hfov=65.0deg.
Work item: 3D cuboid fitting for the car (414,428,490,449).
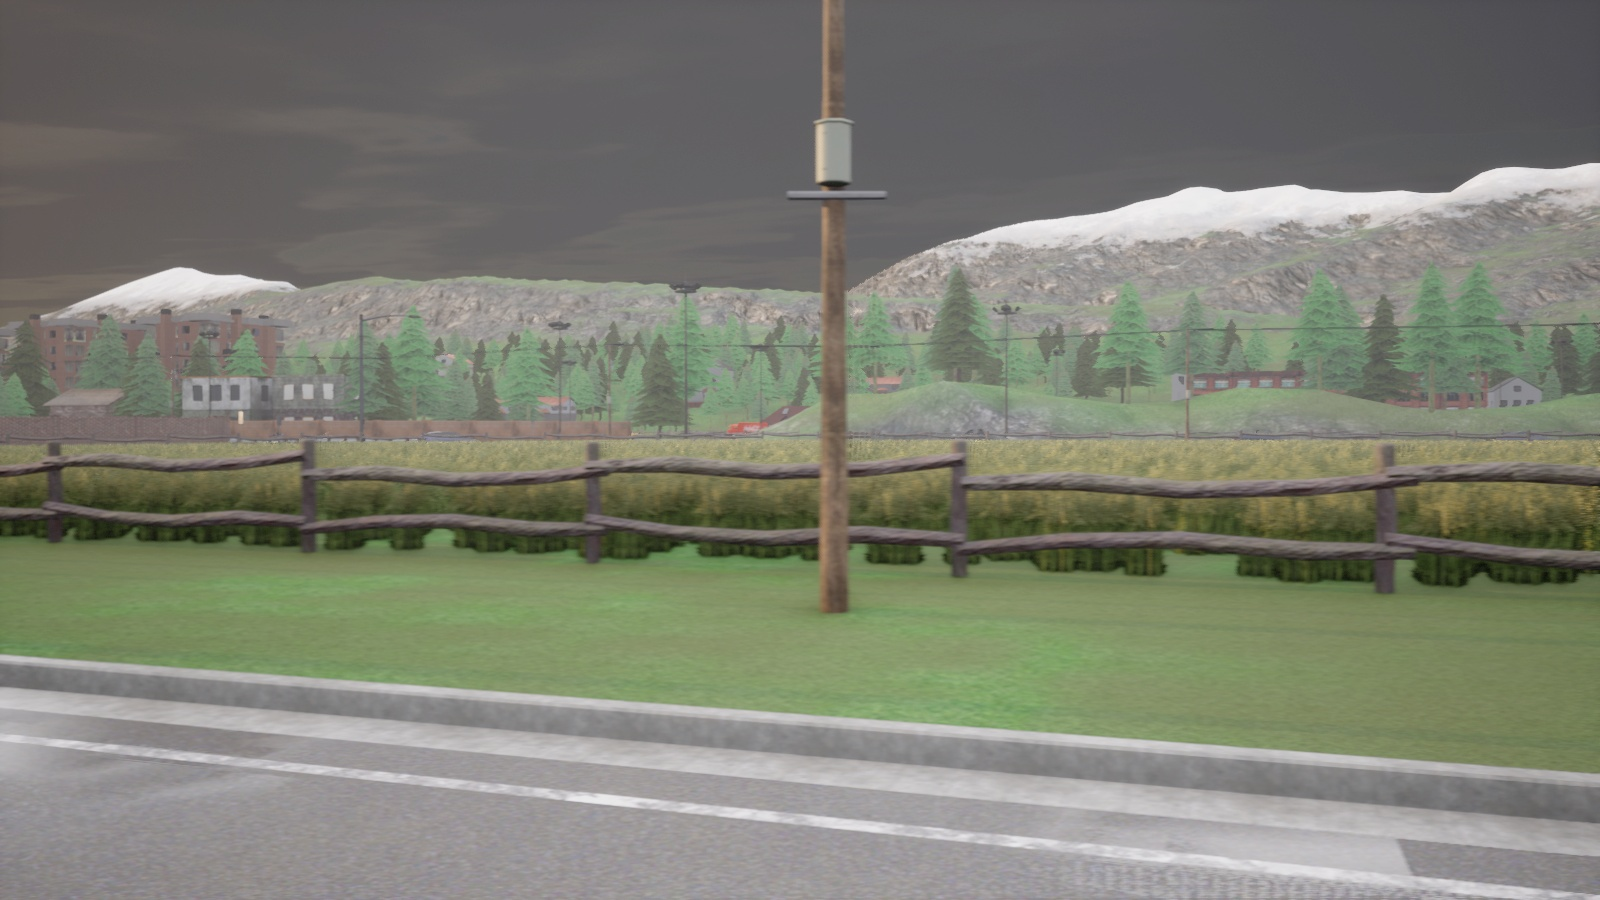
[{"bbox_3d":[-24.937,-0.833,89.955,4.792,1.488,2.163,0,1,-35],"label":"car"}]

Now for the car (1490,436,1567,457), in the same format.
[{"bbox_3d":[49.216,-0.240,84.943,4.181,1.385,1.994,1,1,18],"label":"car"}]

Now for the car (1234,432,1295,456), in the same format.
[{"bbox_3d":[30.894,-0.416,83.639,3.705,1.549,1.789,1,1,18],"label":"car"}]
